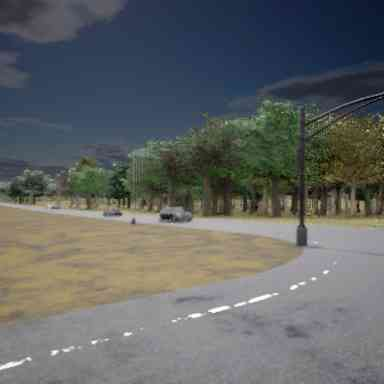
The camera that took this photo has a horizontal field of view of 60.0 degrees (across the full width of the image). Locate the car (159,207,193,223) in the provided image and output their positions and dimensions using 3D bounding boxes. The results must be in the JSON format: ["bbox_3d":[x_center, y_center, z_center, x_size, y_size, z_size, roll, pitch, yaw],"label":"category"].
[{"bbox_3d":[-1.774,2.368,35.862,2.097,1.767,4.553,1,-2,-33],"label":"car"}]

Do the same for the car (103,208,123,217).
[{"bbox_3d":[-12.448,3.213,52.263,1.994,1.385,4.181,1,-2,-33],"label":"car"}]
